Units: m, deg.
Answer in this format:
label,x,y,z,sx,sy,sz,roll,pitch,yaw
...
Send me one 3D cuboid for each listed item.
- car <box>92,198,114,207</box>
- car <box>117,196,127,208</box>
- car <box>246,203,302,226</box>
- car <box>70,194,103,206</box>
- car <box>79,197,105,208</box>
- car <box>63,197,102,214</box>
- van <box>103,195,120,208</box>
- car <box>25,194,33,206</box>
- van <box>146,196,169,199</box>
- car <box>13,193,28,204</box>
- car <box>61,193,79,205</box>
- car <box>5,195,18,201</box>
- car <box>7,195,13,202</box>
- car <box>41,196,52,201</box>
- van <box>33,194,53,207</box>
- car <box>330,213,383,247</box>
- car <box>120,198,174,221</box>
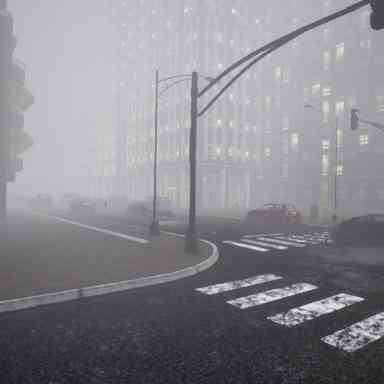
label,x,y,z,sx,sy,sz,roll,pitch,yaw
car,-13.866,1.587,51.565,1.947,1.339,4.313,1,-1,-35
car,-7.326,1.584,42.352,2.008,1.369,4.403,1,-1,-35
car,5.753,1.505,23.928,1.967,1.590,4.097,1,-1,-35
car,-12.790,1.396,40.082,1.882,1.535,5.008,1,-1,-35
car,-14.447,1.519,47.821,2.033,1.411,5.357,1,-1,-35
car,-10.890,1.427,32.897,2.008,1.369,4.403,1,-1,-35
van,-10.592,1.368,46.961,1.690,1.788,3.998,1,-1,-35
car,-23.968,1.432,51.321,1.802,1.307,4.206,1,-1,-35
van,-4.053,1.382,37.748,1.690,1.788,3.998,1,-1,-35
car,-30.502,1.155,60.537,2.192,1.841,5.009,1,-1,-35
car,-20.507,1.182,56.287,2.150,2.045,5.566,1,-1,-35
car,-40.313,1.378,74.353,2.008,1.369,4.403,1,-1,-35
car,-37.045,1.397,69.747,1.947,1.339,4.313,1,-1,-35
car,-36.751,1.570,83.808,1.802,1.307,4.206,1,-1,-35
van,-20.694,1.197,46.718,1.690,1.788,3.998,1,-1,-35
car,7.915,1.567,13.553,4.181,1.385,1.994,0,0,34
car,-3.557,1.487,27.039,2.033,1.411,5.357,1,-1,-35
